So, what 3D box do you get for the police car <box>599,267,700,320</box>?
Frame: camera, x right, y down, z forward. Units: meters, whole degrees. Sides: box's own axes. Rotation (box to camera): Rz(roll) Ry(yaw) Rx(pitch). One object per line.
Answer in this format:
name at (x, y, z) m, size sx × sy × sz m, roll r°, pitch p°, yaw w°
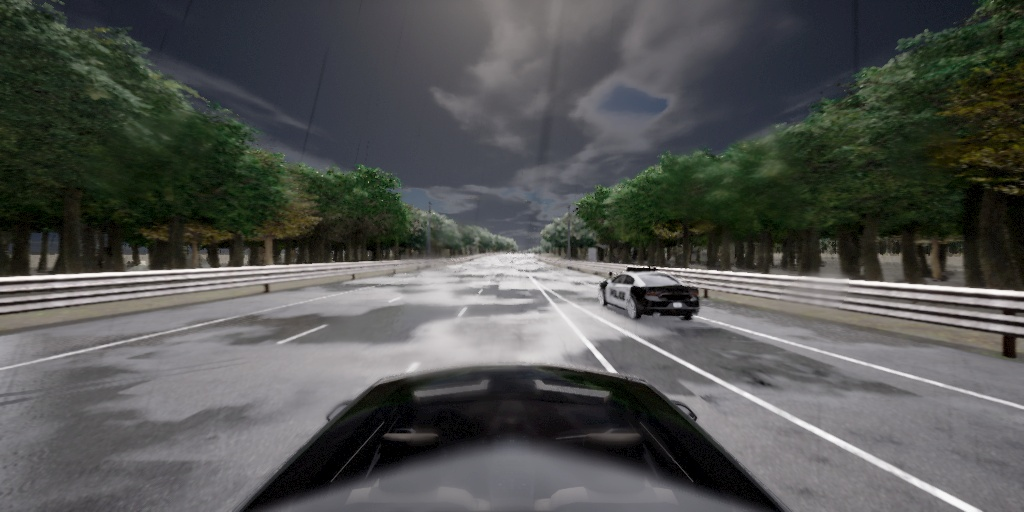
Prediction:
police car at (4.641, 1.225, 13.039) m, size 1.930 × 1.638 × 5.238 m, roll 0°, pitch 0°, yaw -4°
